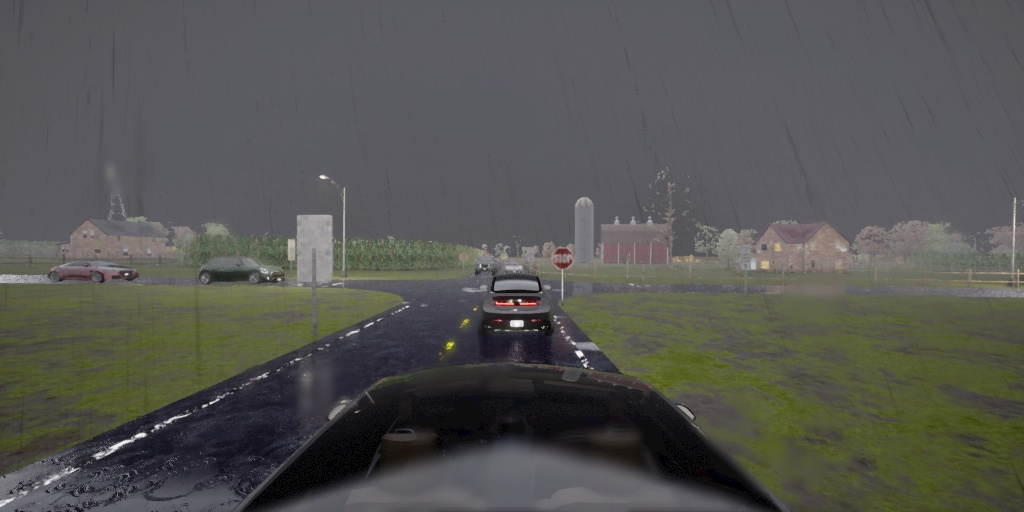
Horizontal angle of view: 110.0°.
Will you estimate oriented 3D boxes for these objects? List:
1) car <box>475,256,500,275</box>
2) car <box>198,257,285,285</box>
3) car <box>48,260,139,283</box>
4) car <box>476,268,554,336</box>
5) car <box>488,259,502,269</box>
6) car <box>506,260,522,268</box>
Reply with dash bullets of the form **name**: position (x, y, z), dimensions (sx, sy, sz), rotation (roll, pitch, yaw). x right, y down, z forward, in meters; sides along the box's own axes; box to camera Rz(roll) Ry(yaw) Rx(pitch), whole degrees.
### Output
- **car**: position (-2.822, 0.991, 39.628), dimensions (2.150, 2.045, 5.566), rotation (0, 0, 0)
- **car**: position (-17.166, 0.892, 22.993), dimensions (4.553, 1.767, 2.097), rotation (1, 1, 0)
- **car**: position (-26.691, 0.963, 22.970), dimensions (4.181, 1.385, 1.994), rotation (1, 1, 0)
- **car**: position (0.106, 1.255, 10.383), dimensions (1.837, 1.490, 4.892), rotation (0, 0, 0)
- **car**: position (-2.774, 1.287, 60.285), dimensions (2.128, 1.511, 4.902), rotation (0, 0, 1)
- **car**: position (0.195, 1.371, 41.724), dimensions (1.895, 1.301, 4.718), rotation (0, 0, -1)
